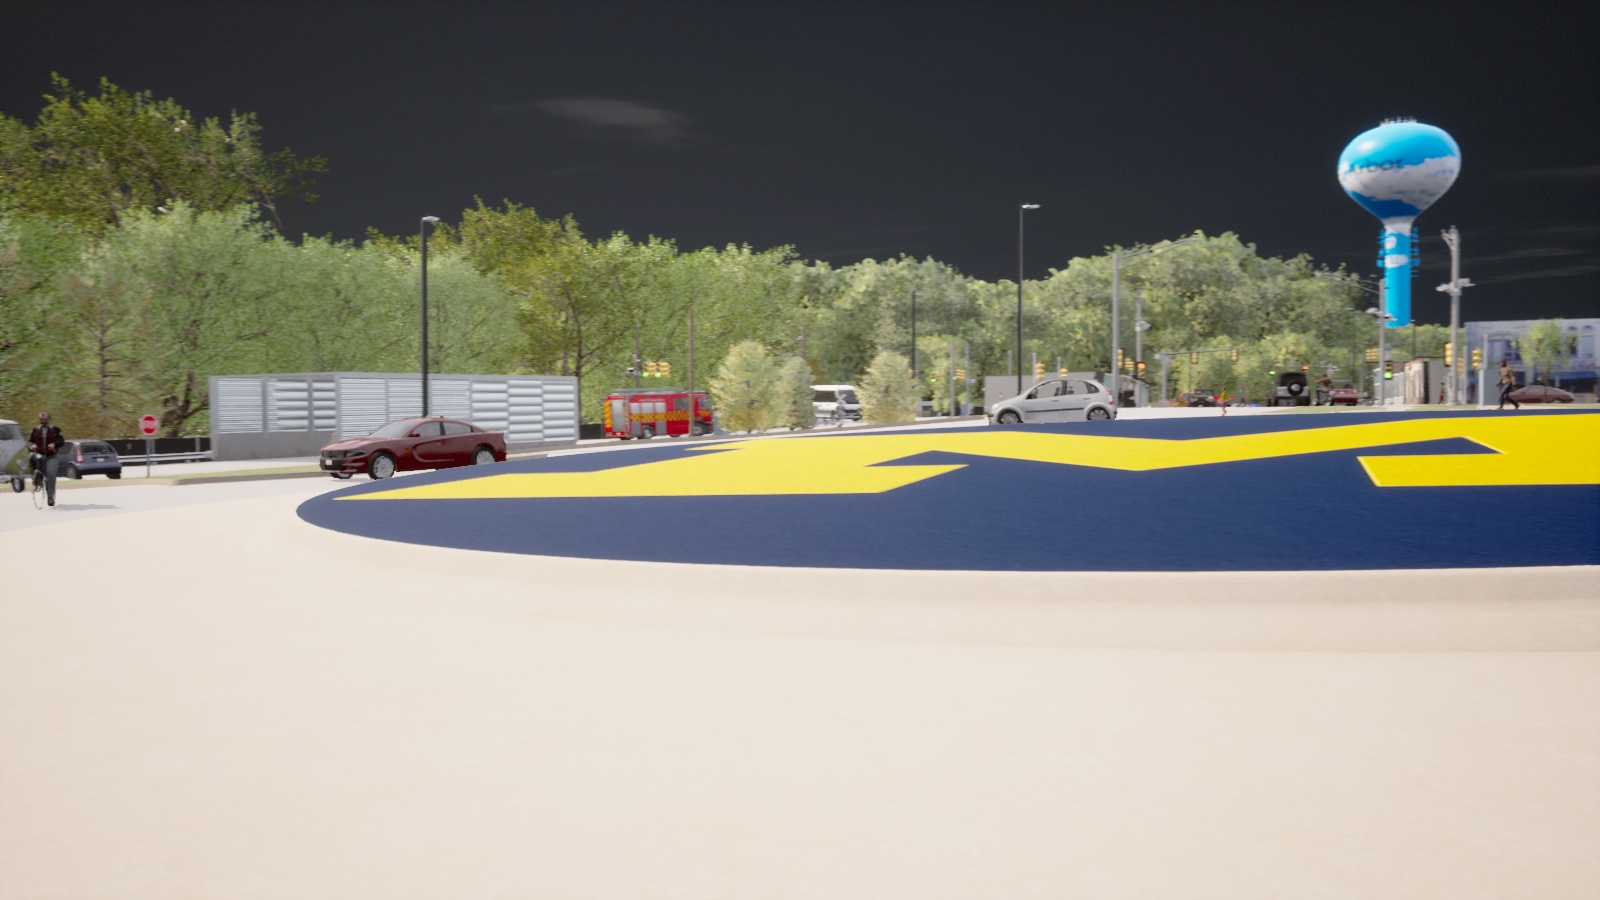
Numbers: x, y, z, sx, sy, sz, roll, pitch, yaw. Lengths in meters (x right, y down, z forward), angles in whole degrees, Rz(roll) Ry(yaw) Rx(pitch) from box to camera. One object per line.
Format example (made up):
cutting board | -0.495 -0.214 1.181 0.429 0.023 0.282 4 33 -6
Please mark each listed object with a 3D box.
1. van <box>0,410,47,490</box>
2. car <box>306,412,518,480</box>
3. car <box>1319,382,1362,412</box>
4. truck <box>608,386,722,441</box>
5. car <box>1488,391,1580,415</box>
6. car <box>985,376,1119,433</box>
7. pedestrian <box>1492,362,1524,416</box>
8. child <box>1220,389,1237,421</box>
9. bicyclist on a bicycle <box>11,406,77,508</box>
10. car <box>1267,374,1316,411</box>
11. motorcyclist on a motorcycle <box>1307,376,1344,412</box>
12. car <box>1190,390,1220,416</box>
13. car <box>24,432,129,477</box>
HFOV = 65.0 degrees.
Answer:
van | -22.088 0.111 33.539 4.442 1.987 1.775 -4 1 38
car | -9.904 -0.158 32.457 1.882 1.535 5.008 1 3 38
car | 31.364 -3.046 72.921 1.851 1.617 3.988 1 1 17
truck | -9.892 -2.737 92.901 2.891 3.827 8.468 0 2 43
car | 45.574 -2.901 78.099 4.674 1.442 1.812 1 1 20
car | 7.890 -1.385 39.279 3.988 1.617 1.851 -1 1 13
pedestrian | 24.032 -2.062 42.604 0.869 1.805 0.328 0 1 4
child | 15.548 -1.627 45.550 0.299 1.160 0.473 0 1 -43
bicyclist on a bicycle | -13.809 0.090 22.984 0.659 1.776 1.843 -1 2 -20
car | 26.114 -3.037 66.864 1.905 1.878 3.866 1 2 14
motorcyclist on a motorcycle | 24.266 -2.571 58.022 0.766 1.649 2.350 0 2 2
car | 30.515 -3.521 94.608 1.905 1.878 3.866 1 1 21
car | -27.874 0.159 48.384 3.988 1.617 1.851 0 3 33
